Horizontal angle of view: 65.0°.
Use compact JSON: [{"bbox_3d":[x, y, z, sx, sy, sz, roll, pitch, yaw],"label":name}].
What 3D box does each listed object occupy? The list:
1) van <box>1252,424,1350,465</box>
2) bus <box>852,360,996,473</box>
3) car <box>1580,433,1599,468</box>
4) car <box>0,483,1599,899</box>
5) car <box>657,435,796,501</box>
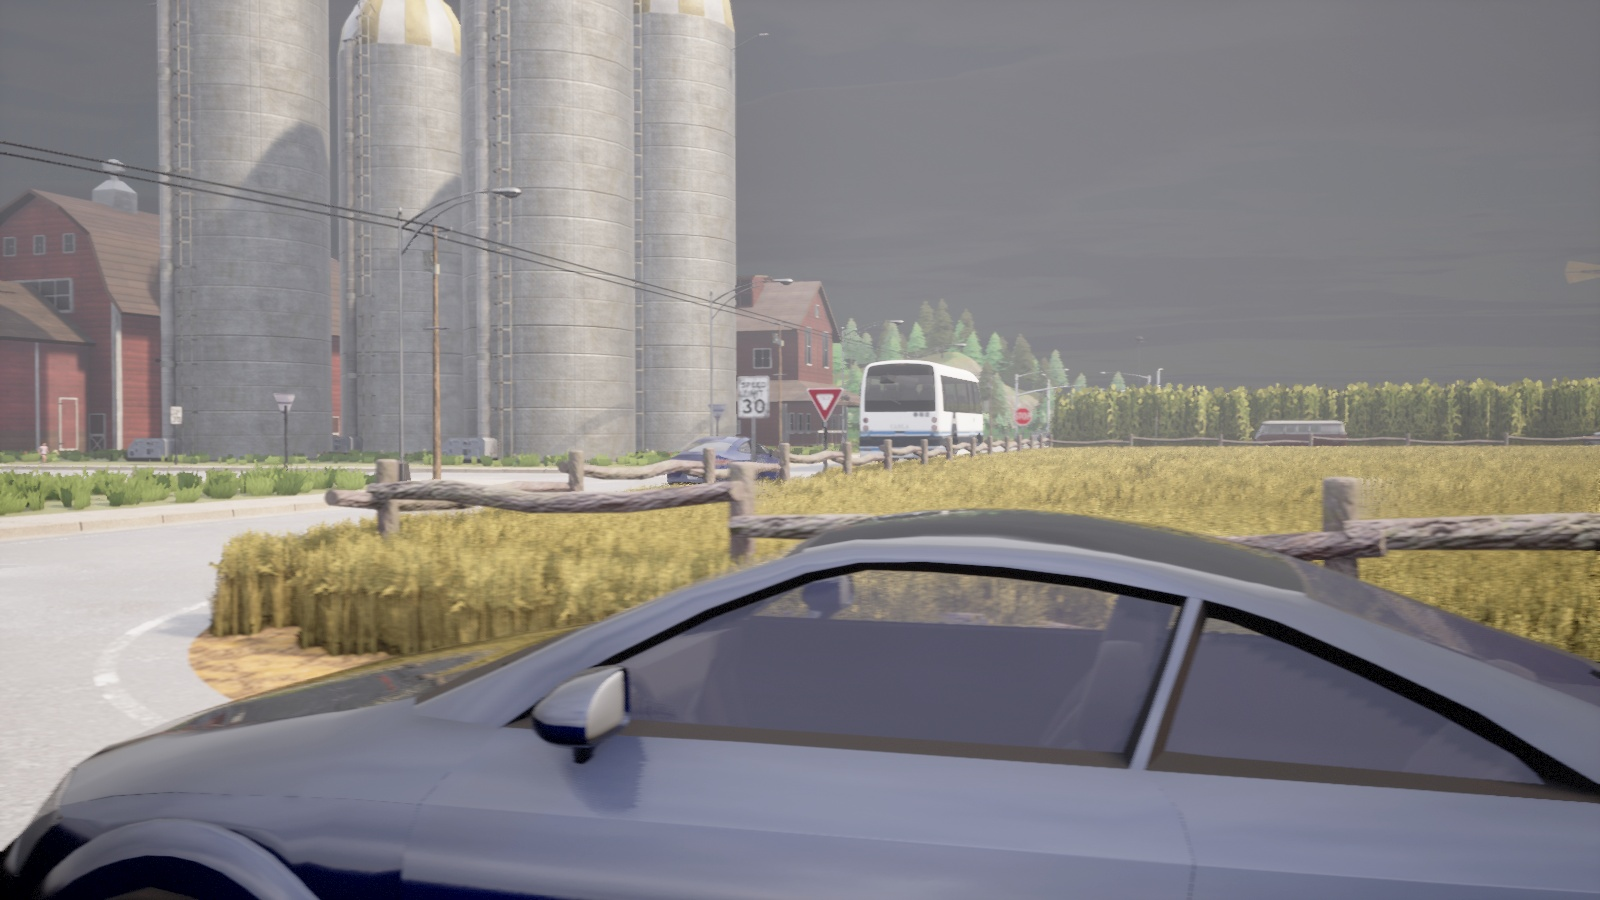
[{"bbox_3d":[25.170,-0.307,63.217,4.442,1.987,1.775,0,1,18],"label":"van"},{"bbox_3d":[5.459,-1.351,52.879,3.944,4.253,10.273,1,1,18],"label":"bus"},{"bbox_3d":[37.630,0.009,55.940,4.514,1.525,2.007,0,1,18],"label":"car"},{"bbox_3d":[0.154,0.844,3.050,4.181,1.385,1.994,0,1,17],"label":"car"},{"bbox_3d":[-1.693,0.370,30.580,1.812,1.442,4.674,1,1,18],"label":"car"}]
